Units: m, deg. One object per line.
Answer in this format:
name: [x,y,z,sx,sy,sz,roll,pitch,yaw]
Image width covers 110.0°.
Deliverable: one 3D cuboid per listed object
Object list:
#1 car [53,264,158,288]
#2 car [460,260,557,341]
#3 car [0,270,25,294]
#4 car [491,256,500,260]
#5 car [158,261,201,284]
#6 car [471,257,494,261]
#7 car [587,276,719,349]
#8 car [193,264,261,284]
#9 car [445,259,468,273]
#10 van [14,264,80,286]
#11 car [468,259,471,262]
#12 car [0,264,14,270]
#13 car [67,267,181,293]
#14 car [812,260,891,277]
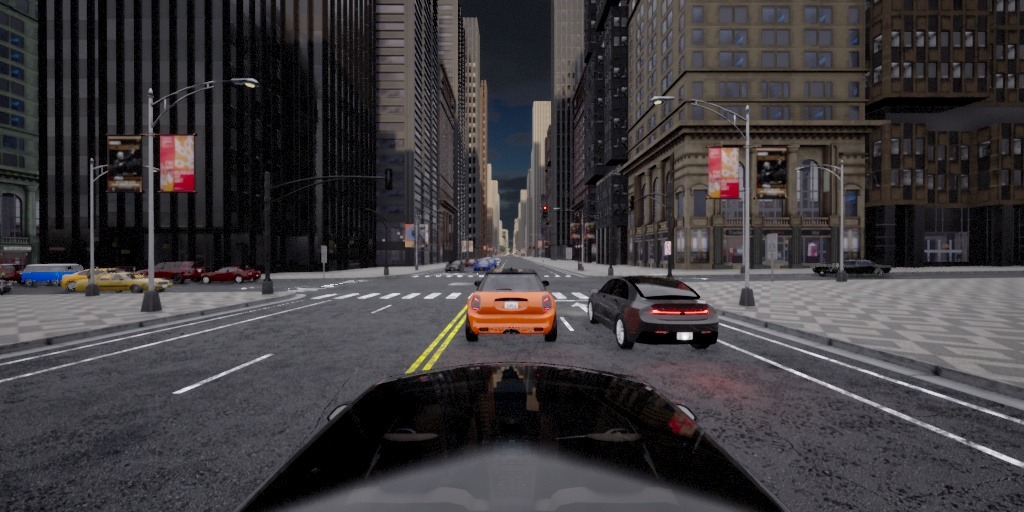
car: [-27.915,1.586,24.843,5.008,1.535,1.882,-1,0,0]
car: [-0.008,1.101,10.003,2.097,1.767,4.553,0,0,0]
car: [-33.825,1.751,22.180,4.403,1.370,2.007,0,0,0]
car: [-3.478,1.192,58.250,1.882,1.535,5.008,0,0,0]
car: [-29.133,1.414,30.715,5.009,1.841,2.192,0,0,0]
car: [-3.452,1.208,42.387,1.882,1.535,5.008,0,0,0]
car: [3.234,1.254,9.143,1.837,1.490,4.892,0,0,0]
car: [-24.046,1.575,30.711,4.507,1.381,1.888,0,0,0]
car: [-6.702,1.235,42.338,1.837,1.490,4.892,0,0,0]
van: [-39.307,1.579,30.723,3.998,1.789,1.690,0,0,0]
car: [-6.729,1.192,58.288,1.882,1.535,5.008,0,0,0]
car: [-44.394,1.621,30.727,5.009,1.841,2.192,0,0,0]
car: [-23.883,1.593,22.183,4.829,1.417,1.751,0,0,0]
car: [26.481,0.960,28.097,4.718,1.301,1.895,-1,0,0]
